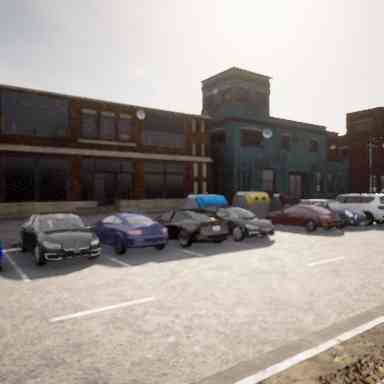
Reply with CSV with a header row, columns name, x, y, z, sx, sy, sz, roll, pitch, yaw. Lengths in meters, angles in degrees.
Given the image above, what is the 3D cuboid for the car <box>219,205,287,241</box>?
name,x,y,z,sx,sy,sz,roll,pitch,yaw
car,1.900,1.437,16.550,2.231,1.521,4.892,0,0,-35

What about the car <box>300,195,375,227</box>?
name,x,y,z,sx,sy,sz,roll,pitch,yaw
car,8.758,1.282,21.446,2.185,1.767,4.553,0,0,-35

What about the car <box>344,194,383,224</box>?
name,x,y,z,sx,sy,sz,roll,pitch,yaw
car,11.054,1.148,23.069,2.435,2.045,5.566,0,0,-35

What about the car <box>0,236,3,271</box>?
name,x,y,z,sx,sy,sz,roll,pitch,yaw
car,-7.058,1.487,10.181,2.097,1.535,5.008,0,0,-35

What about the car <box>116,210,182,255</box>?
name,x,y,z,sx,sy,sz,roll,pitch,yaw
car,-2.628,1.500,13.327,2.002,1.452,4.674,0,0,-35

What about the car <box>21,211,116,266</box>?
name,x,y,z,sx,sy,sz,roll,pitch,yaw
car,-4.798,1.474,11.798,2.231,1.521,4.892,0,0,-35

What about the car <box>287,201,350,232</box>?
name,x,y,z,sx,sy,sz,roll,pitch,yaw
car,6.438,1.456,19.757,2.002,1.452,4.674,0,0,-35

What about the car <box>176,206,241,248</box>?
name,x,y,z,sx,sy,sz,roll,pitch,yaw
car,-0.380,1.477,14.960,2.163,1.488,4.792,0,0,-35
